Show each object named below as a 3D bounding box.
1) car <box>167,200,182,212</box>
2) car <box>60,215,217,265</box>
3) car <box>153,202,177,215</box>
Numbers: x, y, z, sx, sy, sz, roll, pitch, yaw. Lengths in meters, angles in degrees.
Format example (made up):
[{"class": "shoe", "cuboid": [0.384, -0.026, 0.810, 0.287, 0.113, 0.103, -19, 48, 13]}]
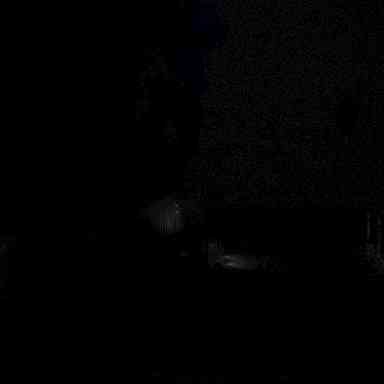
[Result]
[{"class": "car", "cuboid": [-2.811, 1.855, 46.060, 2.097, 1.767, 4.553, 0, 0, 0]}, {"class": "car", "cuboid": [-1.828, 1.713, 11.979, 5.357, 1.411, 2.033, 1, 0, 0]}, {"class": "car", "cuboid": [-2.821, 1.981, 33.918, 1.895, 1.301, 4.718, 0, -1, 0]}]
